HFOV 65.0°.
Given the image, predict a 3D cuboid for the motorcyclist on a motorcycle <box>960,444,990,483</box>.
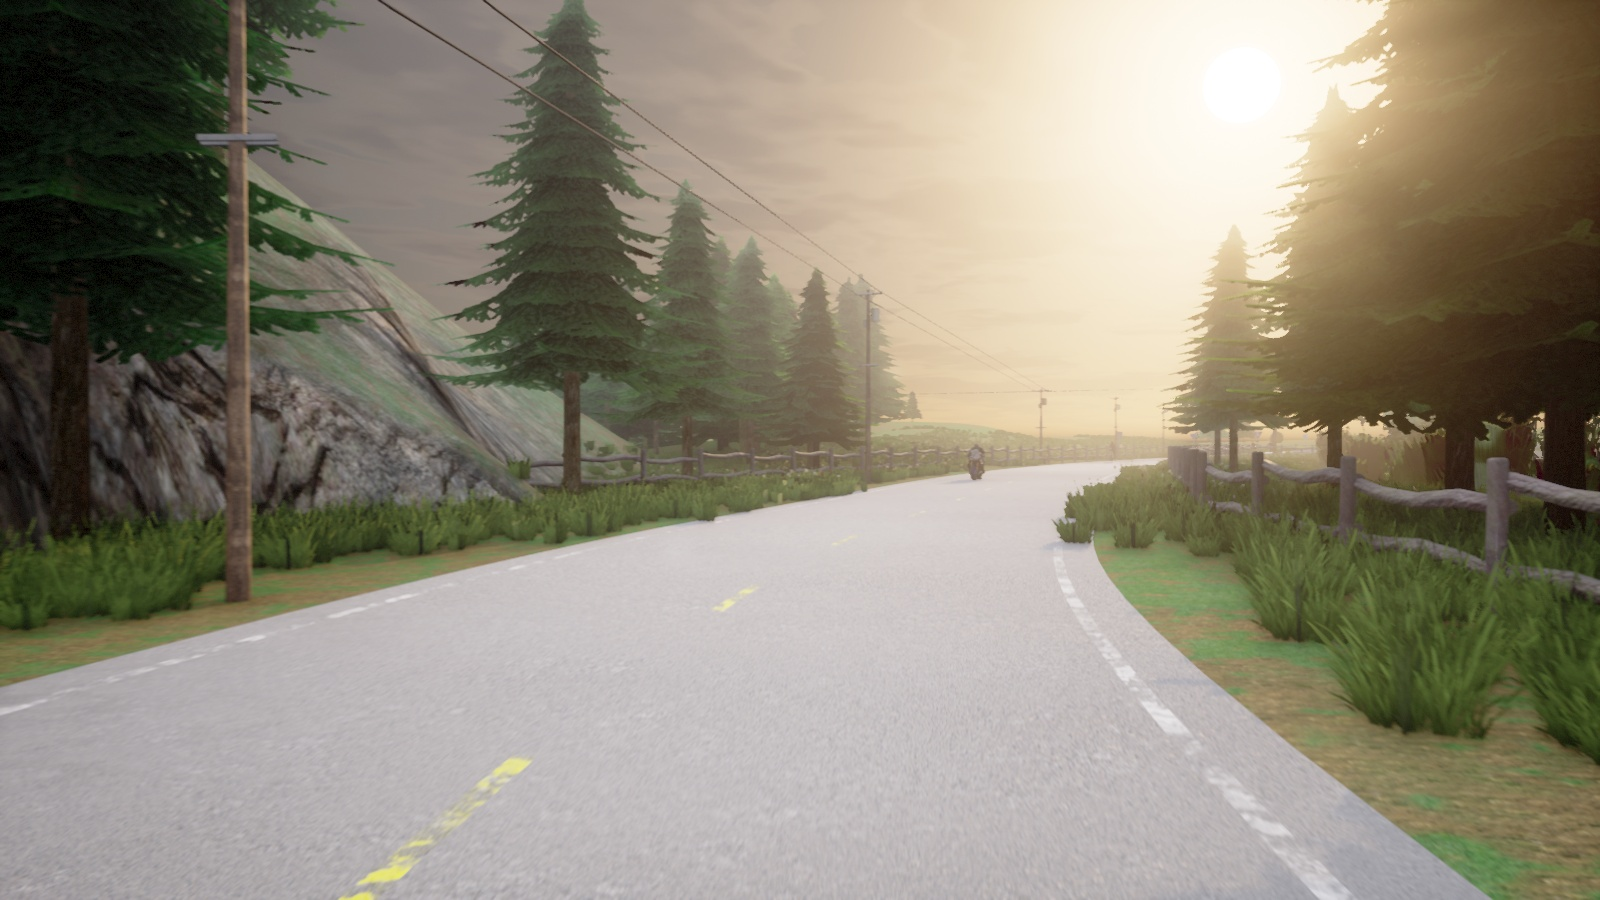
[{"bbox_3d":[7.014,0.508,50.209,0.866,1.530,2.191,0,0,16],"label":"motorcyclist on a motorcycle"}]
